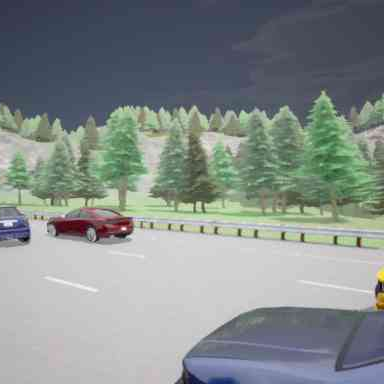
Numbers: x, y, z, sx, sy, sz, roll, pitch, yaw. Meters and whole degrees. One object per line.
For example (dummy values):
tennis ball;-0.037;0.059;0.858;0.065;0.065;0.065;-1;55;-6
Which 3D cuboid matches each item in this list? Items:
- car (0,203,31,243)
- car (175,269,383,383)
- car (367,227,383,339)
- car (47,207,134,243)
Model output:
car;-9.257;1.353;14.871;4.553;1.767;2.097;0;0;35
car;2.434;1.548;2.256;5.357;1.411;2.033;0;0;35
car;5.320;1.478;4.499;5.008;1.535;1.882;0;0;35
car;-5.032;1.479;16.174;5.008;1.535;1.882;0;0;35
